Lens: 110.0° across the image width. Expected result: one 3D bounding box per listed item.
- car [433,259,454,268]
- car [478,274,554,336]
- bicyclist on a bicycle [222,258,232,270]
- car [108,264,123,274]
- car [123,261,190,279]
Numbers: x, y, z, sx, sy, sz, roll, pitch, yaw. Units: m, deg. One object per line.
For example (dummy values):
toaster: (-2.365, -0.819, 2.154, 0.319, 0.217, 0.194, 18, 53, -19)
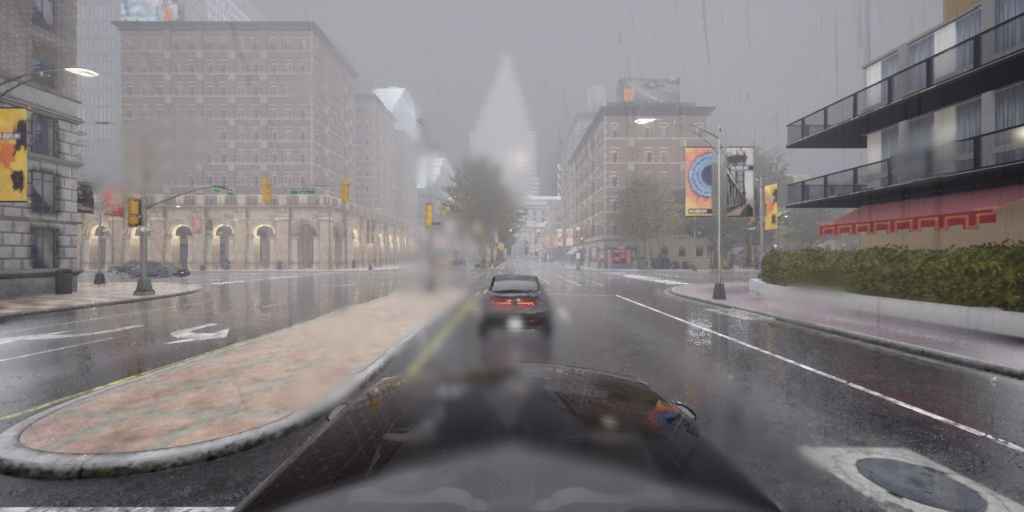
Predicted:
car: (-11.407, 1.227, 59.669, 1.882, 1.535, 5.008, 0, 0, 0)
car: (0.101, 1.255, 10.331, 1.837, 1.490, 4.892, 0, 0, 0)
bicyclist on a bicycle: (-37.170, 1.050, 46.770, 0.582, 1.620, 1.656, 0, 0, 0)
car: (-41.389, 1.254, 39.510, 4.892, 1.490, 1.837, 0, 0, 0)
car: (-31.709, 1.314, 32.321, 4.181, 1.385, 1.994, 0, 0, 0)
